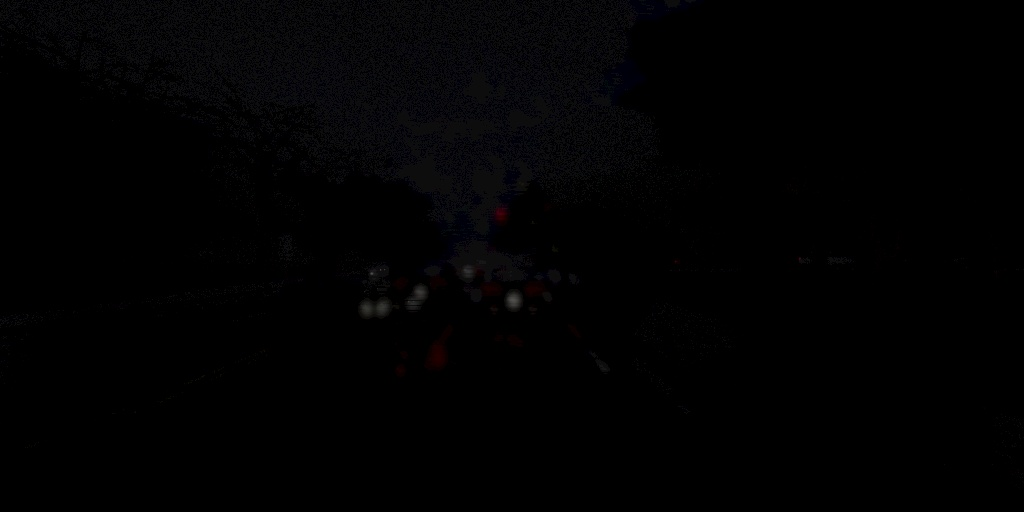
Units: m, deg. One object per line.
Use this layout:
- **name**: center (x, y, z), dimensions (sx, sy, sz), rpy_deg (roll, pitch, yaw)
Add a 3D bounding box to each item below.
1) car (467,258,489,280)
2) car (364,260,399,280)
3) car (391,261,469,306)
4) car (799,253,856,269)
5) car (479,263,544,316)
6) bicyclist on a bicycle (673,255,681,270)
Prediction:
- **car**: center (-3.175, 1.107, 28.177), dimensions (1.994, 1.385, 4.181), rpy_deg (0, 0, 1)
- **car**: center (-9.809, 1.038, 27.956), dimensions (2.128, 1.511, 4.902), rpy_deg (0, 0, 0)
- **car**: center (-3.167, 1.122, 14.922), dimensions (1.882, 1.535, 5.008), rpy_deg (0, 0, 0)
- **car**: center (37.386, 0.625, 42.592), dimensions (5.566, 2.045, 2.150), rpy_deg (0, 0, 0)
- **car**: center (0.071, 1.138, 12.957), dimensions (1.882, 1.535, 5.008), rpy_deg (0, 0, 0)
- **bicyclist on a bicycle**: center (18.144, 0.740, 39.611), dimensions (0.582, 1.620, 1.656), rpy_deg (0, 0, 0)
